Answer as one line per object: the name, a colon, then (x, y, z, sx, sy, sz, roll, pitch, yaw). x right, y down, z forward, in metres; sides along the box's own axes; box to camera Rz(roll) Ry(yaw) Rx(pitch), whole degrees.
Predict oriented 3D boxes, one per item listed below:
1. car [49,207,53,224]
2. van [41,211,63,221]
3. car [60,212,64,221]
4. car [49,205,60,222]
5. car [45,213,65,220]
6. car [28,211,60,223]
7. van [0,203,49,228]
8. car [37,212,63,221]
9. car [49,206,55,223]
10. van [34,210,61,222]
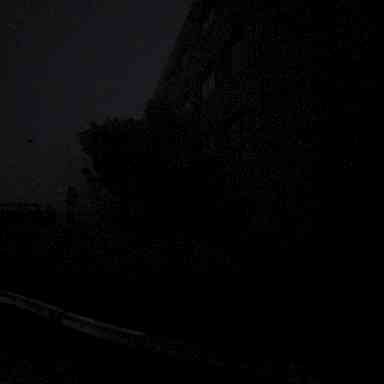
car: (-14.229, 2.196, 27.127, 4.792, 1.488, 2.163, 0, -3, -20)
van: (-30.134, 5.191, 71.755, 4.442, 1.987, 1.878, 0, -4, -20)
car: (-19.719, 3.294, 42.905, 5.366, 1.575, 1.946, 0, -4, -20)
car: (-16.165, 2.275, 32.355, 5.566, 2.045, 2.435, 0, -4, -20)
car: (-34.914, 6.255, 84.837, 4.553, 1.767, 2.185, 0, -4, -20)
car: (-23.689, 3.942, 53.335, 4.553, 1.767, 2.185, 0, -4, -20)
van: (-13.213, 1.791, 24.551, 4.442, 1.987, 1.878, 0, -3, -20)
car: (-28.333, 4.906, 66.473, 4.553, 1.767, 2.185, 0, -4, -20)
car: (-15.212, 2.341, 29.780, 5.008, 1.535, 2.097, 0, -4, -20)
van: (-26.592, 4.421, 61.182, 4.442, 1.987, 1.878, 0, -4, -20)
